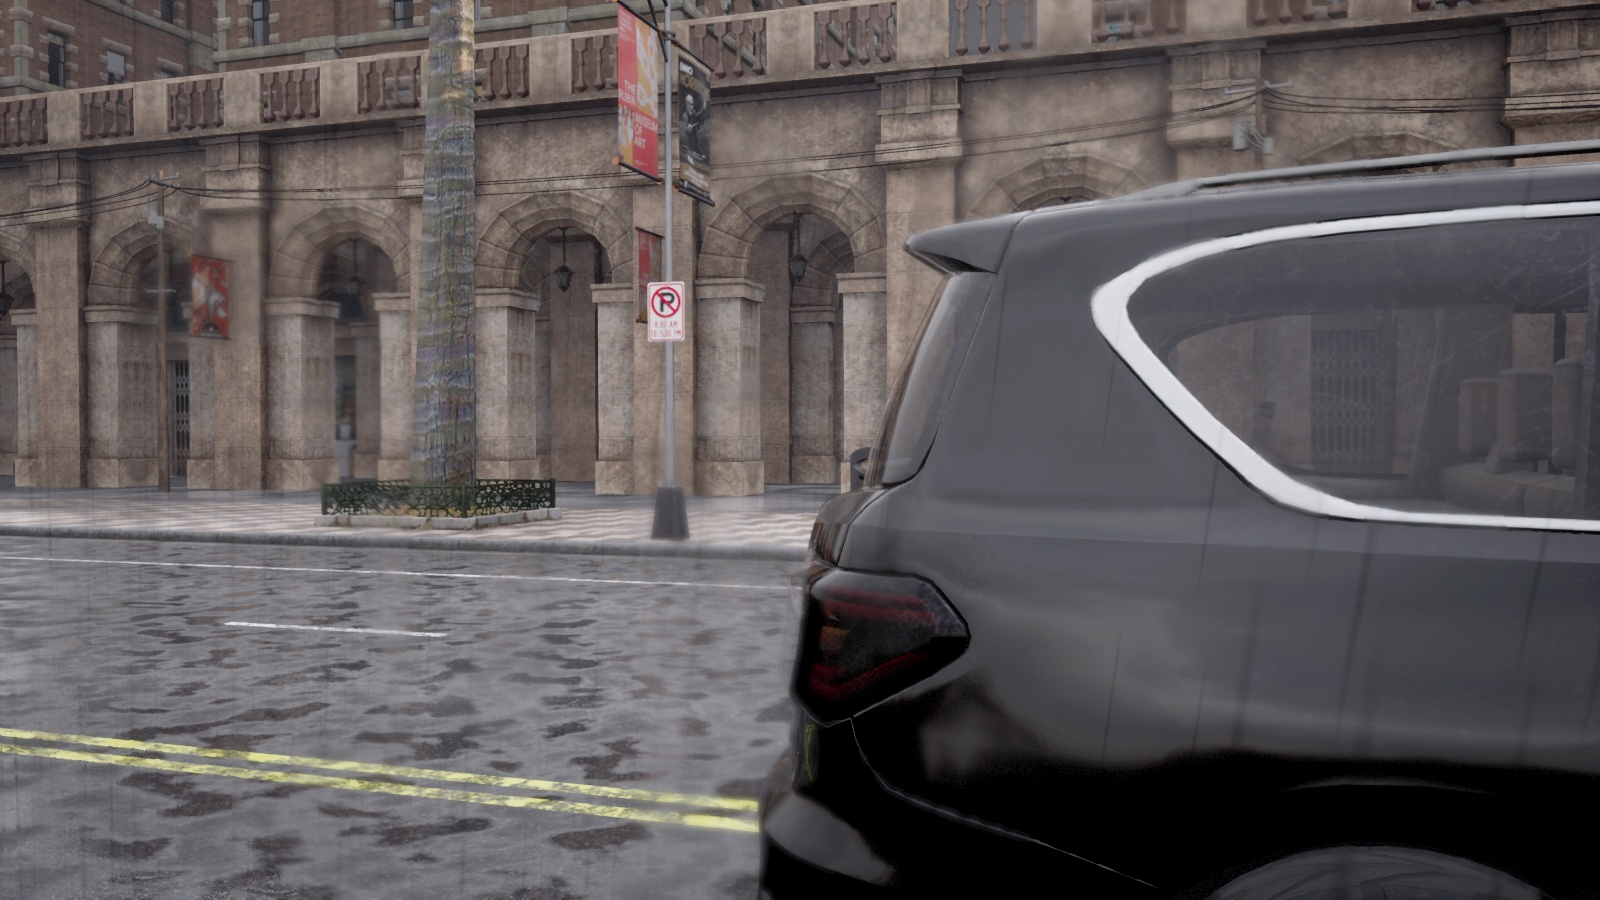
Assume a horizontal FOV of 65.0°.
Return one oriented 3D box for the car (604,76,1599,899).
[{"bbox_3d":[2.642,0.519,2.301,5.566,2.045,2.150,1,1,19],"label":"car"}]
